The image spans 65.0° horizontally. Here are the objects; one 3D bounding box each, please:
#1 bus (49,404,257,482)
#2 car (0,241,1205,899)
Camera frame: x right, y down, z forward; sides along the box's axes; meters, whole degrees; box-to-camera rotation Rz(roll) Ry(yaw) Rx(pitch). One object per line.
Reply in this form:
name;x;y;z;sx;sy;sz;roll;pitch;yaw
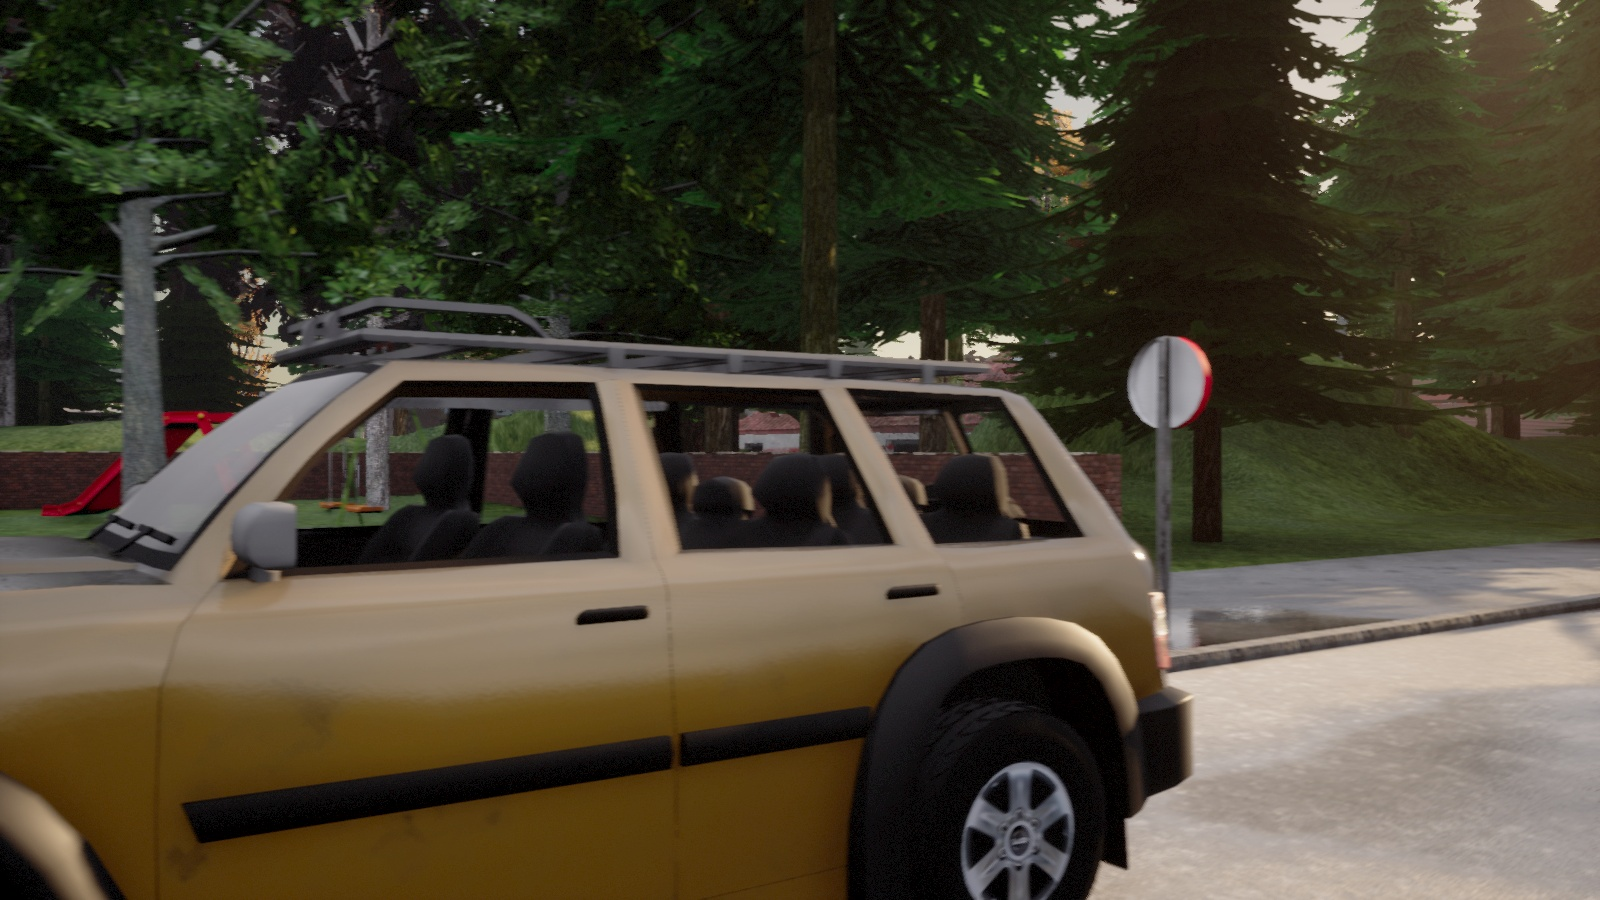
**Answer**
bus;-37.648;-0.371;73.292;10.273;4.253;3.944;0;0;-37
car;-1.157;0.573;3.464;4.605;1.855;1.932;0;0;-35
